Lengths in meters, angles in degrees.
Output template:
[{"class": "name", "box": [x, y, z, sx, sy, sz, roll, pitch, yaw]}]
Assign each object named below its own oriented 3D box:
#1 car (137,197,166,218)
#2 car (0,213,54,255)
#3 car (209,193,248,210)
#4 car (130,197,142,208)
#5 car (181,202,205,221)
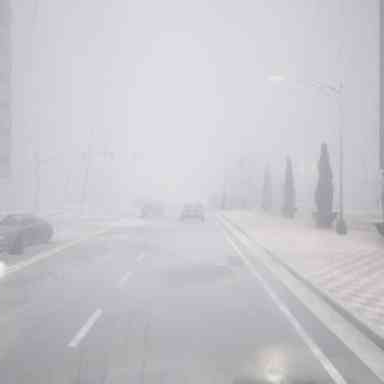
[{"class": "car", "box": [-3.461, 1.470, 30.082, 1.837, 1.490, 4.892, 0, 0, 0]}, {"class": "car", "box": [-7.075, 1.549, 13.009, 1.994, 1.385, 4.181, 0, 0, 0]}, {"class": "car", "box": [4.705, 1.172, 42.786, 5.566, 2.045, 2.150, 0, -1, -38]}, {"class": "car", "box": [-6.655, 1.439, 43.893, 2.128, 1.511, 4.902, 0, 0, -28]}, {"class": "car", "box": [0.053, 1.516, 26.400, 2.033, 1.411, 5.357, 0, 0, 1]}]
